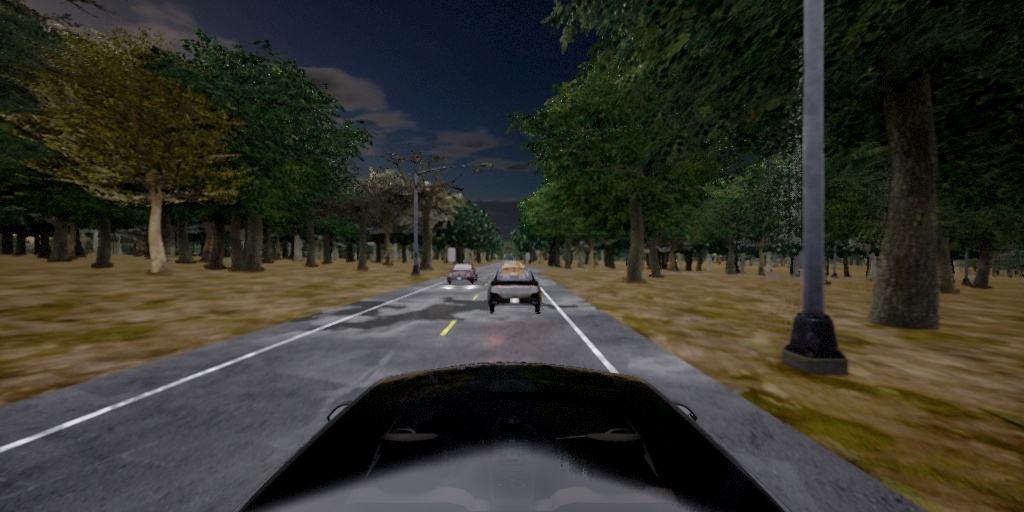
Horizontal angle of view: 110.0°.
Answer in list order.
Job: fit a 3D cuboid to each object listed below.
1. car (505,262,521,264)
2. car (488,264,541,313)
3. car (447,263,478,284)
[{"bbox_3d":[0.092,1.229,30.985,1.882,1.535,5.008,0,0,0],"label":"car"},{"bbox_3d":[0.091,1.226,14.013,2.128,1.511,4.902,0,0,0],"label":"car"},{"bbox_3d":[-3.601,1.269,26.672,1.812,1.442,4.674,0,0,0],"label":"car"}]
